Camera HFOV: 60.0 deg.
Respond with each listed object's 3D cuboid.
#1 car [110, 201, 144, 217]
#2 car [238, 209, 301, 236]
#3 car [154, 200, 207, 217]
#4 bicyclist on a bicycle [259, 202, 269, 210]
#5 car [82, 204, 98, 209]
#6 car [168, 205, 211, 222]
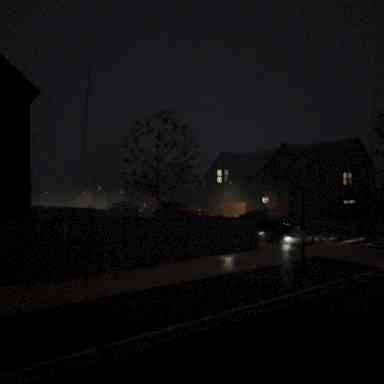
[{"bbox_3d":[-7.492,2.029,37.894,2.150,2.045,5.566,-1,-1,-35],"label":"car"},{"bbox_3d":[4.719,1.836,20.793,1.812,1.442,4.674,-1,-1,-36],"label":"car"},{"bbox_3d":[-1.293,1.777,29.206,2.150,2.045,5.566,-1,-1,-35],"label":"car"},{"bbox_3d":[6.214,1.654,28.760,1.656,1.620,0.582,-1,0,-36],"label":"bicyclist on a bicycle"},{"bbox_3d":[-17.536,2.797,57.019,1.812,1.442,4.674,-1,-1,-36],"label":"car"},{"bbox_3d":[-0.355,2.095,32.972,1.812,1.442,4.674,-1,-1,-36],"label":"car"}]
